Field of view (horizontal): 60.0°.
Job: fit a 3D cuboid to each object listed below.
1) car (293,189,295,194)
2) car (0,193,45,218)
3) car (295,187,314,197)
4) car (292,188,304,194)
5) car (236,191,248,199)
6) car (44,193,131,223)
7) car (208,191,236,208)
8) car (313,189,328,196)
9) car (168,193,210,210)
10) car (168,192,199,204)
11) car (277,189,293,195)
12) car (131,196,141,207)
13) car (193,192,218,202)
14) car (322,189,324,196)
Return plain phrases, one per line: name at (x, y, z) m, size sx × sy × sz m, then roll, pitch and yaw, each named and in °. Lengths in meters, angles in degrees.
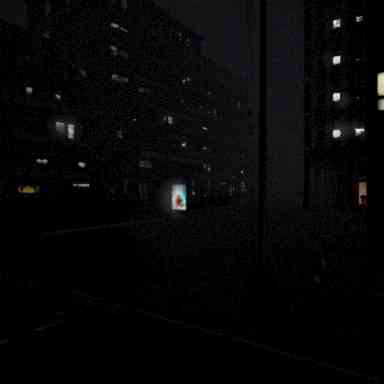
car at (24.360, -0.040, 81.814) m, size 1.887 × 1.381 × 4.507 m, roll 2°, pitch 2°, yaw 35°
car at (-13.792, 0.994, 27.280) m, size 2.192 × 1.841 × 5.009 m, roll 2°, pitch 2°, yaw 35°
car at (21.730, 0.300, 63.437) m, size 1.887 × 1.381 × 4.507 m, roll 1°, pitch 2°, yaw 35°
car at (27.541, -0.252, 86.355) m, size 1.967 × 1.590 × 4.097 m, roll 2°, pitch 2°, yaw 35°
car at (8.463, 0.491, 59.094) m, size 1.887 × 1.381 × 4.507 m, roll 2°, pitch 2°, yaw 35°
car at (-6.892, 1.015, 22.526) m, size 2.192 × 1.841 × 5.009 m, roll 1°, pitch 2°, yaw 35°
car at (2.648, 0.955, 36.168) m, size 1.947 × 1.339 × 4.313 m, roll 1°, pitch 2°, yaw 35°
car at (28.090, 0.087, 72.527) m, size 1.887 × 1.381 × 4.507 m, roll 1°, pitch 2°, yaw 35°
car at (-0.533, 1.059, 31.622) m, size 1.947 × 1.339 × 4.313 m, roll 1°, pitch 2°, yaw 35°
car at (-1.076, 0.814, 45.463) m, size 2.008 × 1.369 × 4.403 m, roll 2°, pitch 2°, yaw 35°
car at (21.181, -0.038, 77.266) m, size 1.967 × 1.590 × 4.097 m, roll 2°, pitch 2°, yaw 35°
car at (-7.435, 1.054, 36.375) m, size 1.802 × 1.307 × 4.206 m, roll 2°, pitch 2°, yaw 35°
car at (2.103, 0.740, 50.007) m, size 1.802 × 1.307 × 4.206 m, roll 2°, pitch 2°, yaw 35°
car at (24.910, 0.089, 67.979) m, size 1.967 × 1.590 × 4.097 m, roll 1°, pitch 2°, yaw 35°
